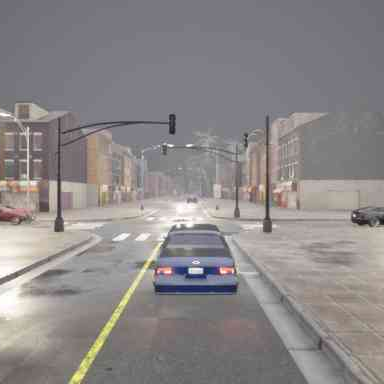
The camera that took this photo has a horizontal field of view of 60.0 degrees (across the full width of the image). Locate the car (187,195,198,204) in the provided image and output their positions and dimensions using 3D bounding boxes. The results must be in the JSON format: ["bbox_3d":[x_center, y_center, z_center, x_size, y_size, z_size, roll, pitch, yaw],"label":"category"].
[{"bbox_3d":[0.019,1.409,66.122,2.097,1.767,4.553,0,0,0],"label":"car"}]

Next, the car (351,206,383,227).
[{"bbox_3d":[12.325,1.521,20.981,4.313,1.339,1.947,0,0,0],"label":"car"}]

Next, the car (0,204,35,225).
[{"bbox_3d":[-13.575,1.572,23.512,4.674,1.442,1.812,0,0,0],"label":"car"}]

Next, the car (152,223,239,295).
[{"bbox_3d":[0.069,1.549,8.848,2.033,1.411,5.357,0,0,0],"label":"car"}]

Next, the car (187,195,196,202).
[{"bbox_3d":[-0.093,1.550,75.782,1.882,1.535,5.008,0,0,0],"label":"car"}]
